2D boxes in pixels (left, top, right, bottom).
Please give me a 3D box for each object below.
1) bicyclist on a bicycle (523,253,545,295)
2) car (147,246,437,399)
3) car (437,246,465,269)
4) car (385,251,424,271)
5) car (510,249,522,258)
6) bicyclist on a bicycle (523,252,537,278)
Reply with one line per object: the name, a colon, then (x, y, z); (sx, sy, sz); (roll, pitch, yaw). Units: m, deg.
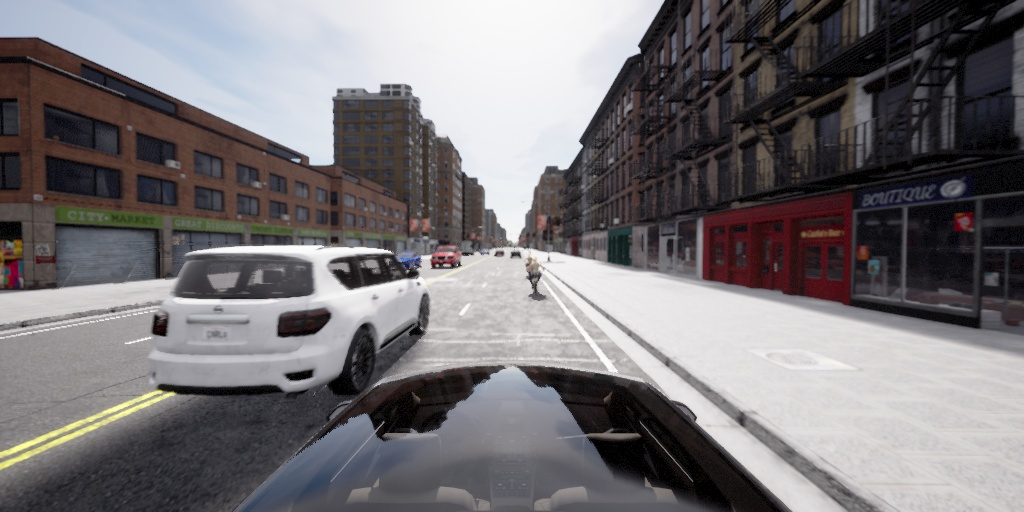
bicyclist on a bicycle: (1.005, 0.816, 15.333); (0.866, 1.612, 1.509); (0, 2, 1)
car: (-3.100, 0.839, 6.492); (2.150, 2.045, 5.566); (0, 2, 1)
car: (-6.247, 0.065, 34.482); (2.150, 2.045, 5.566); (0, 2, 1)
car: (-9.522, 0.383, 32.234); (1.882, 1.535, 5.008); (0, 2, 1)
car: (0.690, -0.404, 61.457); (1.837, 1.490, 4.892); (0, 2, 1)
bicyclist on a bicycle: (1.152, 0.588, 23.604); (0.866, 1.612, 1.509); (0, 2, 0)
